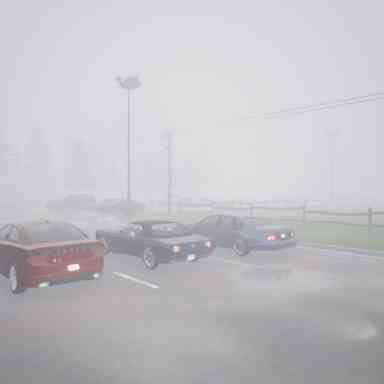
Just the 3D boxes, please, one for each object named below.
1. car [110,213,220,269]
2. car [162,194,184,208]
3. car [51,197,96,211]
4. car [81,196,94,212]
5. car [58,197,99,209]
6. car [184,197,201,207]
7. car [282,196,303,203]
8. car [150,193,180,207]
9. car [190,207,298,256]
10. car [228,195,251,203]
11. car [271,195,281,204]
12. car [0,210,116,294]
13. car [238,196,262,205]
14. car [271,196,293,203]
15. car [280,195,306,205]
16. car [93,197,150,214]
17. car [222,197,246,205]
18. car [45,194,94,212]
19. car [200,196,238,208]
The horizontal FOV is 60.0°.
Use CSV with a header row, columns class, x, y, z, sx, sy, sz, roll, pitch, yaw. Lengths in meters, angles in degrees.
class,x,y,z,sx,sy,sz,roll,pitch,yaw
car,-1.497,1.600,11.244,1.895,1.301,4.718,0,0,-42
car,-1.481,1.473,49.082,5.008,1.535,1.882,0,0,-42
car,-14.698,1.473,41.532,5.008,1.535,1.882,0,0,-45
car,-9.342,1.503,36.998,4.892,1.490,1.837,1,-1,-45
car,-15.555,1.473,45.605,5.008,1.535,1.882,0,0,-44
car,1.555,1.522,47.091,4.674,1.442,1.812,0,0,-42
car,20.734,1.580,68.715,4.718,1.301,1.895,0,0,-42
car,-3.963,1.217,51.559,5.566,2.045,2.150,0,0,-42
car,1.431,1.546,13.222,2.033,1.411,5.357,0,0,-42
car,9.778,1.473,68.343,5.008,1.535,1.882,0,0,-41
car,16.260,1.347,60.142,4.553,1.767,2.097,0,0,-41
car,-4.206,1.477,9.020,1.882,1.535,5.008,0,0,-42
car,10.210,1.543,59.462,5.357,1.411,2.033,0,0,-41
car,19.675,1.520,72.457,5.357,1.411,2.033,0,0,-42
car,17.849,1.488,56.889,4.902,1.511,2.128,0,0,-41
car,-7.203,1.474,34.186,5.008,1.535,1.882,1,0,-45
car,7.836,1.596,62.020,4.718,1.301,1.895,0,0,-41
car,-13.595,1.218,37.681,2.150,2.045,5.566,0,0,44
car,3.664,1.560,44.293,4.181,1.385,1.994,0,0,-42
